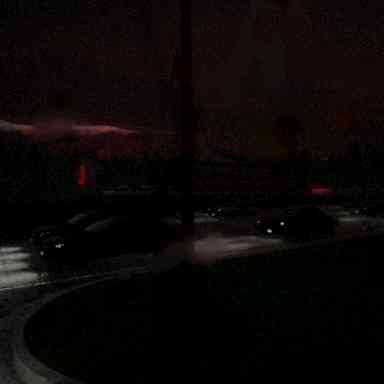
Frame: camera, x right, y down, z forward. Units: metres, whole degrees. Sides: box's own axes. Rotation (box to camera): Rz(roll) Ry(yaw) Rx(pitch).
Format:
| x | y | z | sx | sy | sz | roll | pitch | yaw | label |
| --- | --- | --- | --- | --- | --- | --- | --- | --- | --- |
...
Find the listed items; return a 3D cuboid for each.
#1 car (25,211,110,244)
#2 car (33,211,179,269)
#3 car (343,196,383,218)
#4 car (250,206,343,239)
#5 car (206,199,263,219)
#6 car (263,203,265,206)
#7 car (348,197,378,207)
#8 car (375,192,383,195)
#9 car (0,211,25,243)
| x | y | z | sx | sy | sz | roll | pitch | yaw | label |
| --- | --- | --- | --- | --- | --- | --- | --- | --- | --- |
| -4.382 | 1.555 | 14.391 | 4.674 | 1.442 | 1.812 | -1 | 0 | -36 | car |
| -2.615 | 1.540 | 11.357 | 4.674 | 1.442 | 1.812 | -1 | 0 | -36 | car |
| 15.458 | 1.329 | 28.612 | 4.902 | 1.511 | 2.128 | -1 | 0 | -35 | car |
| 5.476 | 1.538 | 17.164 | 4.718 | 1.301 | 1.895 | -1 | 0 | -36 | car |
| 3.534 | 1.549 | 28.691 | 4.718 | 1.301 | 1.895 | -1 | 0 | -36 | car |
| 5.246 | 1.476 | 34.224 | 5.357 | 1.411 | 2.033 | -1 | 0 | -36 | car |
| 24.670 | 1.342 | 47.927 | 4.718 | 1.301 | 1.895 | -1 | 0 | -35 | car |
| 25.728 | 0.960 | 44.407 | 5.566 | 2.045 | 2.150 | 0 | 0 | -35 | car |
| -8.141 | 1.627 | 16.015 | 4.181 | 1.385 | 1.994 | -1 | 0 | -36 | car |
